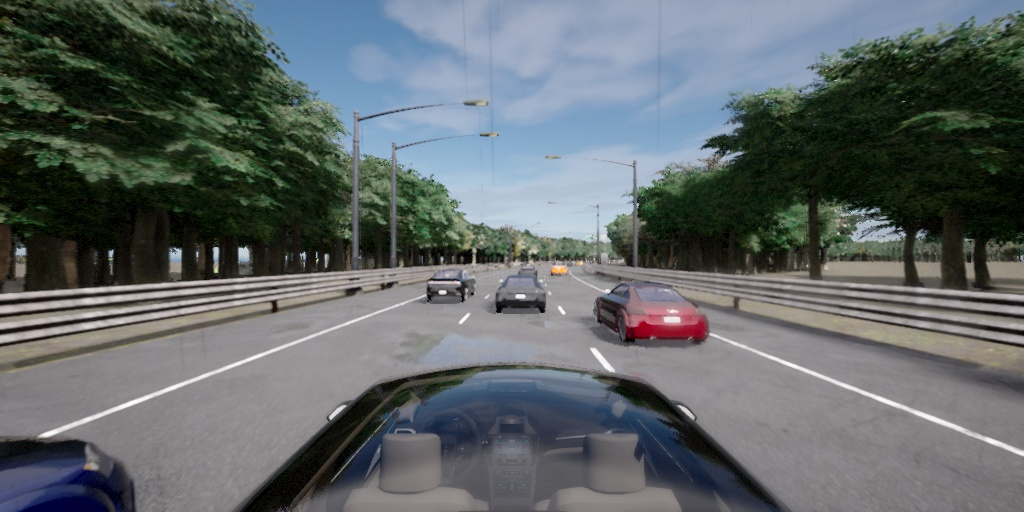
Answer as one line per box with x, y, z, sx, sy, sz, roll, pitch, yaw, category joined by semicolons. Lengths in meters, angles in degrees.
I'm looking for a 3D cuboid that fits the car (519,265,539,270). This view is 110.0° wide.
1.645;1.646;35.989;2.128;1.511;4.902;0;-1;5;car

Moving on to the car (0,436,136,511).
-3.364;1.295;0.489;1.994;1.385;4.181;0;-1;0;car

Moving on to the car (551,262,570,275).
6.285;1.647;48.098;2.097;1.767;4.553;0;-1;7;car

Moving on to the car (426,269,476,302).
-2.999;1.434;18.433;2.128;1.511;4.902;0;-1;2;car

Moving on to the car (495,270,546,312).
0.380;1.473;15.161;1.994;1.385;4.181;0;-1;2;car

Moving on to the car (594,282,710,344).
3.616;1.416;9.997;1.994;1.385;4.181;0;-1;1;car
